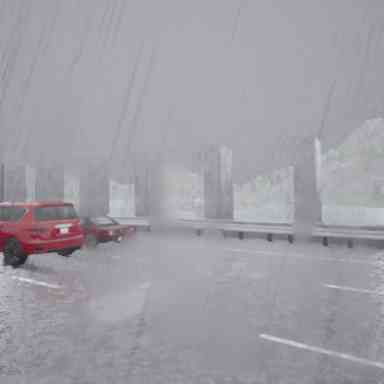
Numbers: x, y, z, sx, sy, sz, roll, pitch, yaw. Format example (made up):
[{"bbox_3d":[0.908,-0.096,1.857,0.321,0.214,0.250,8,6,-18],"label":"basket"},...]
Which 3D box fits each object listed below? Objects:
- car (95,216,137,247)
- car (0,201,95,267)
[{"bbox_3d":[-4.936,1.735,15.326,4.718,1.301,1.895,-1,0,31],"label":"car"},{"bbox_3d":[-6.401,1.357,12.124,5.566,2.045,2.150,-1,0,31],"label":"car"}]
